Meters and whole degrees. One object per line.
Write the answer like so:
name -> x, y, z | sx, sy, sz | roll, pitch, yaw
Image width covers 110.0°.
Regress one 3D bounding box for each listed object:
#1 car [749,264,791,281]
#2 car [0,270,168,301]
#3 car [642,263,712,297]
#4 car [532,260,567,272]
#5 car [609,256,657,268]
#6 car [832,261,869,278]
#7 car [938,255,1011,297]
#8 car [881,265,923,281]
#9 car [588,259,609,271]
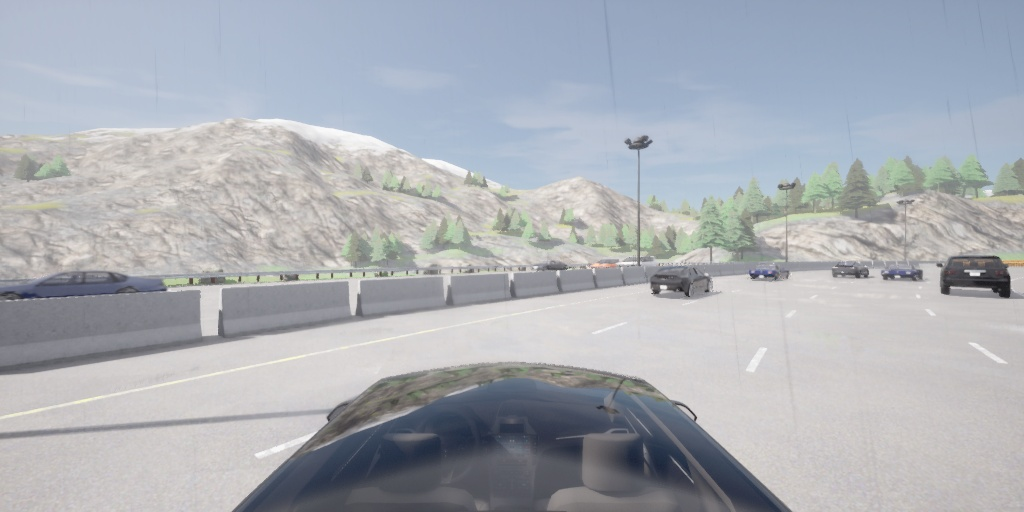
car -> 22.112, 1.358, 30.666 | 4.718, 1.301, 1.895 | 0, 0, -39
car -> -18.104, 1.300, 14.949 | 2.033, 1.411, 5.357 | 0, 0, 38
car -> 9.015, 1.258, 18.988 | 1.837, 1.490, 4.892 | 0, 0, 45
car -> 4.619, 1.253, 43.690 | 4.902, 1.511, 2.128 | 0, 0, -40
car -> 12.792, 0.982, 36.862 | 5.566, 2.045, 2.150 | 0, 0, -40
car -> 31.389, 1.249, 33.243 | 4.902, 1.511, 2.128 | 0, 0, -35
car -> 24.533, 0.977, 19.130 | 5.566, 2.045, 2.150 | 0, 0, -40
car -> 32.322, 1.358, 29.635 | 4.718, 1.301, 1.895 | 0, 0, -35
car -> 10.362, 1.110, 39.374 | 4.553, 1.767, 2.097 | 0, 0, -40
